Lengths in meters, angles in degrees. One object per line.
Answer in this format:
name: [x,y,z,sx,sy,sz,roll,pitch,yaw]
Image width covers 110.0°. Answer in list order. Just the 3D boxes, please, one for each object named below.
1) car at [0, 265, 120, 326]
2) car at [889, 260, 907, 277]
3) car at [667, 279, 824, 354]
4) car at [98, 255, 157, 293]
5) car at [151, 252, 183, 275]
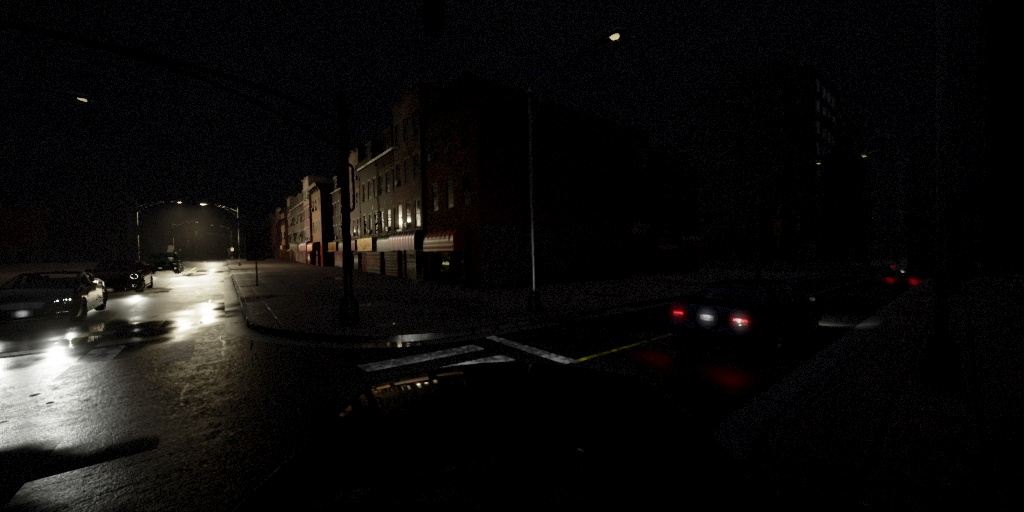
car: [-14.534,1.241,11.329,2.128,1.511,4.902,-2,2,-40]
car: [33.262,1.020,29.766,4.674,1.442,1.812,0,0,-29]
car: [5.872,1.268,8.767,5.357,1.411,2.033,0,0,-39]
car: [-20.444,1.001,18.664,2.097,1.767,4.553,-2,2,-39]
car: [-31.902,0.672,32.920,2.150,2.045,5.566,-2,2,-38]
